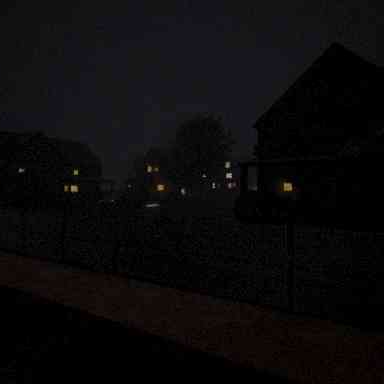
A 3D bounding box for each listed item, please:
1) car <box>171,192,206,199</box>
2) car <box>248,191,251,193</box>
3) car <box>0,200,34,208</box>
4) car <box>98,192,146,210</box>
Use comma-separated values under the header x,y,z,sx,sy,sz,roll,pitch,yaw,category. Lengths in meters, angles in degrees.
x,y,z,sx,sy,sz,roll,pitch,yaw,category
-0.292,0.745,38.041,2.033,1.411,5.357,1,2,35,car
8.634,0.445,50.508,2.033,1.411,5.357,1,2,35,car
-12.028,1.241,21.413,1.994,1.385,4.181,1,2,36,car
-6.254,0.792,29.613,2.097,1.767,4.553,1,2,35,car
